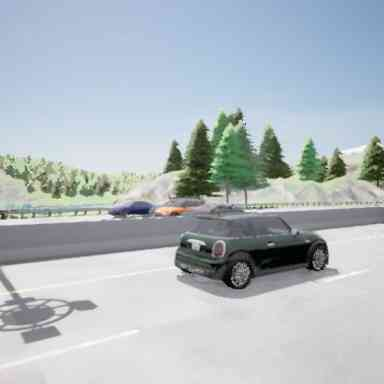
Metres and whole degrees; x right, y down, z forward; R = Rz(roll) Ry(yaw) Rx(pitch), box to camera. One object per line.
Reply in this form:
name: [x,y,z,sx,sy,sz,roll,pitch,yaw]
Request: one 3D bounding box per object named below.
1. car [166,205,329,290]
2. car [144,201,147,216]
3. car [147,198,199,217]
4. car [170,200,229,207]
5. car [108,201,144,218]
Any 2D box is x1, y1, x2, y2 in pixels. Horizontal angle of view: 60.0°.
car: [1.825,1.361,9.343,4.553,1.767,2.097,0,0,-35]
car: [-1.399,1.373,28.778,4.553,1.767,2.097,0,0,-35]
car: [-0.652,1.371,25.013,4.553,1.767,2.097,0,0,-35]
car: [1.339,1.511,22.137,4.902,1.511,2.128,0,0,-35]
car: [-5.254,1.544,30.330,4.674,1.442,1.812,0,0,-35]
